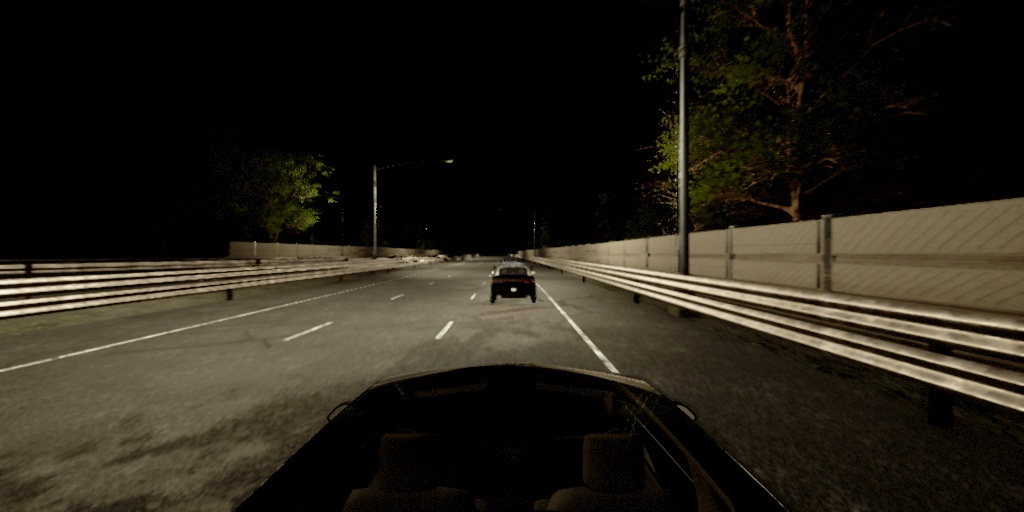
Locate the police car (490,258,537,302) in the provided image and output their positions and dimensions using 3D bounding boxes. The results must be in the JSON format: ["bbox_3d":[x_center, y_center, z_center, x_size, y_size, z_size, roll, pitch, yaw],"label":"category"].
[{"bbox_3d":[0.051,1.064,16.366,1.930,1.638,5.238,0,0,0],"label":"police car"}]
